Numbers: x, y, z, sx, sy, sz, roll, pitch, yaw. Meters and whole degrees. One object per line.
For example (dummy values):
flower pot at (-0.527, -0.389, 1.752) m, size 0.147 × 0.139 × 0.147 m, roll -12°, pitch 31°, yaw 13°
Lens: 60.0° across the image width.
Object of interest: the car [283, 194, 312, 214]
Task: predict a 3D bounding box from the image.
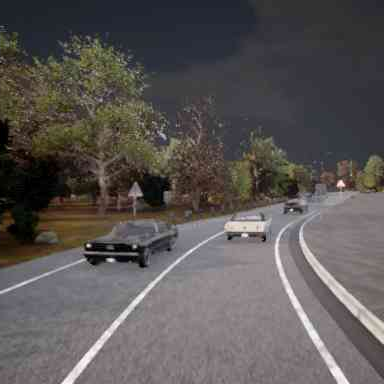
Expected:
car at (10.611, 1.383, 33.823) m, size 1.837 × 1.490 × 4.892 m, roll -3°, pitch 0°, yaw 28°

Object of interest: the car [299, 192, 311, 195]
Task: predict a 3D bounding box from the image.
car at (18.692, 0.850, 55.273) m, size 2.128 × 1.511 × 4.902 m, roll -3°, pitch 0°, yaw 30°

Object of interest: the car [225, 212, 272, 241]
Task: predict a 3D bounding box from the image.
car at (3.028, 1.644, 17.025) m, size 1.895 × 1.301 × 4.718 m, roll -1°, pitch 0°, yaw 17°

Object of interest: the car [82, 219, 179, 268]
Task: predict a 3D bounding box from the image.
car at (-1.898, 1.671, 11.720) m, size 1.895 × 1.301 × 4.718 m, roll -1°, pitch -1°, yaw 12°
